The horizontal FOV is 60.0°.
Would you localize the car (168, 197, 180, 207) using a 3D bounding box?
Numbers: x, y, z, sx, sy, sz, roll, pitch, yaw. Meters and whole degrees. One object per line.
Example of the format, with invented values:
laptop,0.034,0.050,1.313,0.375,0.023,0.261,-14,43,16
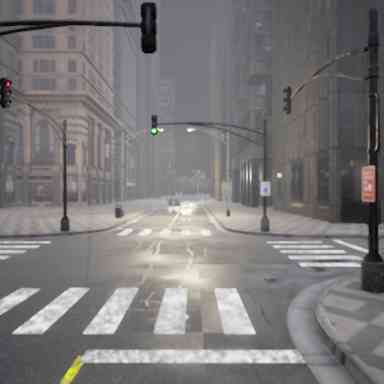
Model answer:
car,-2.929,1.584,54.564,2.128,1.511,4.902,0,0,0
